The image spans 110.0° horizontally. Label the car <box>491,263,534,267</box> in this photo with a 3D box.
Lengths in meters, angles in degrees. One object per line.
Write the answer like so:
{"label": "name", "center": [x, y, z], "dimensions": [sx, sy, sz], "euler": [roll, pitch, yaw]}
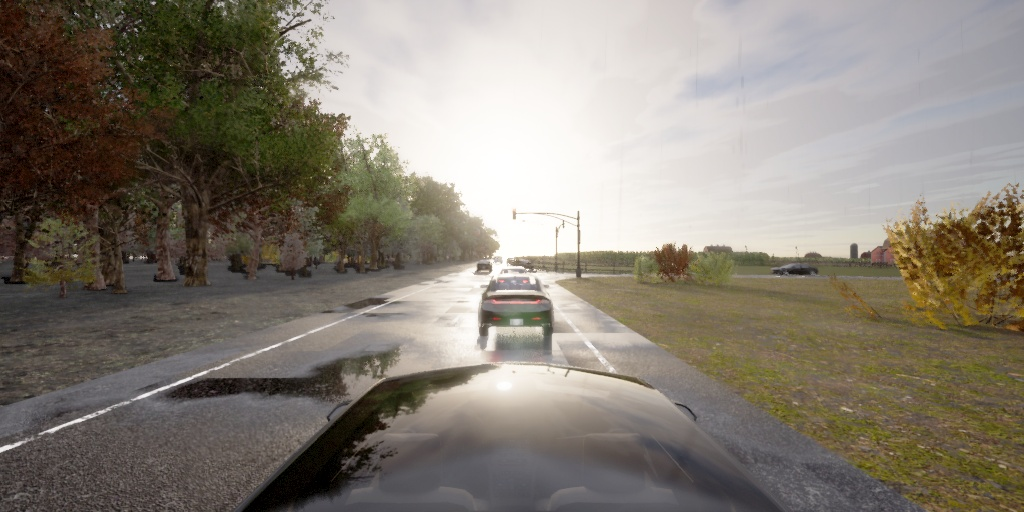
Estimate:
{"label": "car", "center": [0.076, 1.302, 20.060], "dimensions": [2.033, 1.411, 5.357], "euler": [0, 0, 0]}

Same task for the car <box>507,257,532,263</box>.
{"label": "car", "center": [1.272, 1.255, 50.554], "dimensions": [1.837, 1.490, 4.892], "euler": [-2, 1, -28]}

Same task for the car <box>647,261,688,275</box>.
{"label": "car", "center": [18.609, 1.364, 43.015], "dimensions": [4.553, 1.767, 2.097], "euler": [1, -1, 0]}

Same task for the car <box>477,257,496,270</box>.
{"label": "car", "center": [-3.460, 1.234, 46.262], "dimensions": [1.882, 1.535, 5.008], "euler": [0, 0, 0]}

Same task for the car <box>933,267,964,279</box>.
{"label": "car", "center": [48.857, 1.882, 39.292], "dimensions": [4.718, 1.301, 1.895], "euler": [1, -1, 1]}

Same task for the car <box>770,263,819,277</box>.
{"label": "car", "center": [33.755, 1.654, 42.960], "dimensions": [5.008, 1.535, 1.882], "euler": [0, -1, 0]}

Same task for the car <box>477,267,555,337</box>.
{"label": "car", "center": [0.090, 1.244, 10.319], "dimensions": [2.128, 1.511, 4.902], "euler": [0, 0, 0]}
